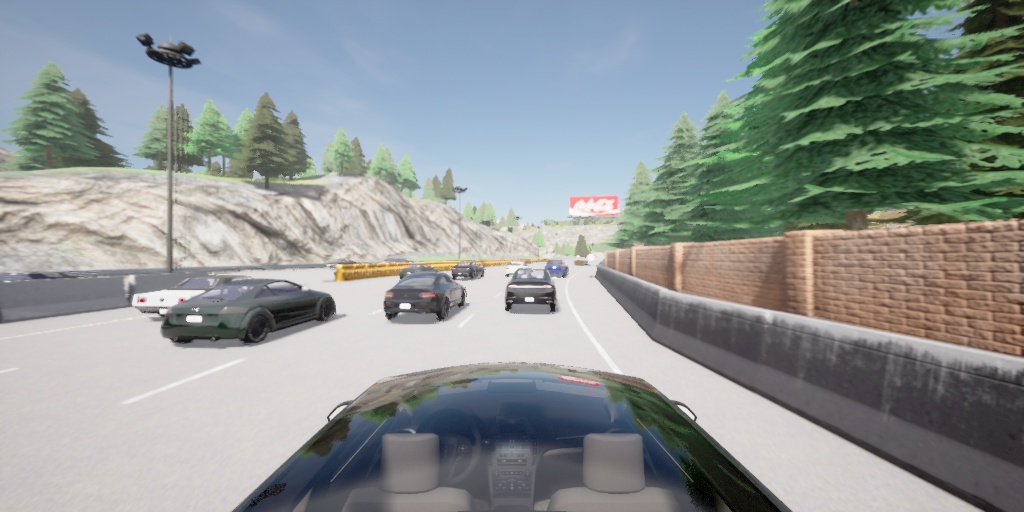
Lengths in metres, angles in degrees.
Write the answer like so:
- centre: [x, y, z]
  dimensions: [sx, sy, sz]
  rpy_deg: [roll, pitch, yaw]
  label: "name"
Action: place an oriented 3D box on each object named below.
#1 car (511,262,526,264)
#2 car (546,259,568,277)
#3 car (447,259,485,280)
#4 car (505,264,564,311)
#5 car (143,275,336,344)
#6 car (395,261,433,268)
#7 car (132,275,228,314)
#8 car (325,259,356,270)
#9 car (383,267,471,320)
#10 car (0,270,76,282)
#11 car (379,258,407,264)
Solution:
- centre: [0.625, 1.277, 34.764]
  dimensions: [1.812, 1.442, 4.674]
  rpy_deg: [0, 0, 13]
  label: "car"
- centre: [4.427, 1.114, 35.576]
  dimensions: [2.097, 1.767, 4.553]
  rpy_deg: [0, 0, 13]
  label: "car"
- centre: [-3.739, 1.230, 31.191]
  dimensions: [2.128, 1.511, 4.902]
  rpy_deg: [0, 0, 11]
  label: "car"
- centre: [0.814, 1.244, 14.427]
  dimensions: [2.128, 1.511, 4.902]
  rpy_deg: [0, 0, 5]
  label: "car"
- centre: [-6.567, 1.295, 9.541]
  dimensions: [1.994, 1.385, 4.181]
  rpy_deg: [0, 0, 3]
  label: "car"
- centre: [-7.594, 1.291, 29.683]
  dimensions: [1.994, 1.385, 4.181]
  rpy_deg: [0, 0, 11]
  label: "car"
- centre: [-9.903, 1.322, 12.600]
  dimensions: [1.895, 1.301, 4.718]
  rpy_deg: [0, 0, 4]
  label: "car"
- centre: [-24.408, 1.169, 51.178]
  dimensions: [2.128, 1.511, 4.902]
  rpy_deg: [0, 0, 14]
  label: "car"
- centre: [-2.877, 1.267, 12.497]
  dimensions: [1.812, 1.442, 4.674]
  rpy_deg: [0, 0, 4]
  label: "car"
- centre: [-20.435, 1.291, 14.826]
  dimensions: [1.895, 1.301, 4.718]
  rpy_deg: [0, 0, 5]
  label: "car"
- centre: [-16.916, 1.052, 52.281]
  dimensions: [2.097, 1.767, 4.553]
  rpy_deg: [0, 0, 14]
  label: "car"
